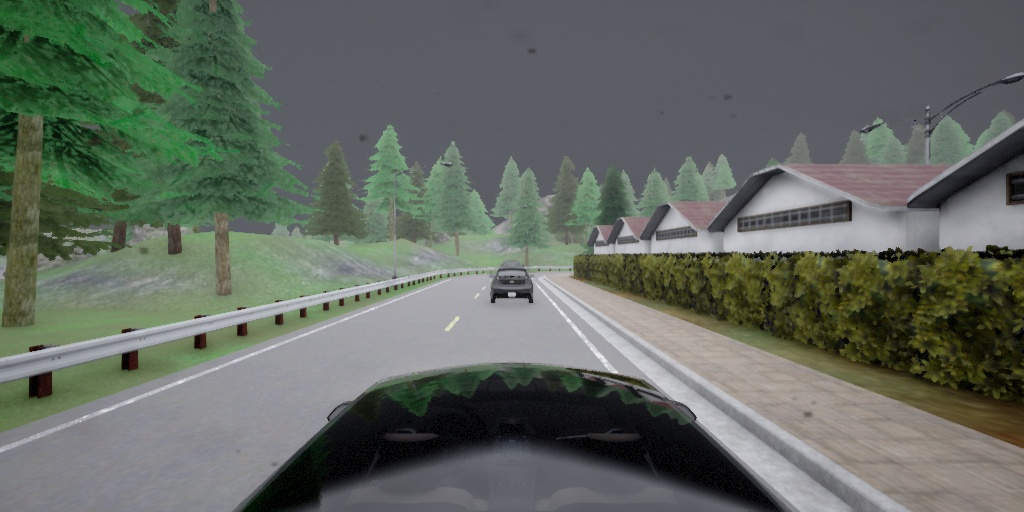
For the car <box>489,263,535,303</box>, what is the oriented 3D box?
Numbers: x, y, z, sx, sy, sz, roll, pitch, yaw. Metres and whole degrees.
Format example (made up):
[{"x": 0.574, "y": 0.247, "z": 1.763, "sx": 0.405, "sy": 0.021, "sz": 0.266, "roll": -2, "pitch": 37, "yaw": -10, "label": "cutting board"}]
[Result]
[{"x": 0.000, "y": 1.266, "z": 16.500, "sx": 1.837, "sy": 1.490, "sz": 4.892, "roll": 0, "pitch": 0, "yaw": 0, "label": "car"}]

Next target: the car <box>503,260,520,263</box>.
[{"x": 0.011, "y": 1.112, "z": 31.375, "sx": 2.097, "sy": 1.767, "sz": 4.553, "roll": 0, "pitch": 0, "yaw": 3, "label": "car"}]
